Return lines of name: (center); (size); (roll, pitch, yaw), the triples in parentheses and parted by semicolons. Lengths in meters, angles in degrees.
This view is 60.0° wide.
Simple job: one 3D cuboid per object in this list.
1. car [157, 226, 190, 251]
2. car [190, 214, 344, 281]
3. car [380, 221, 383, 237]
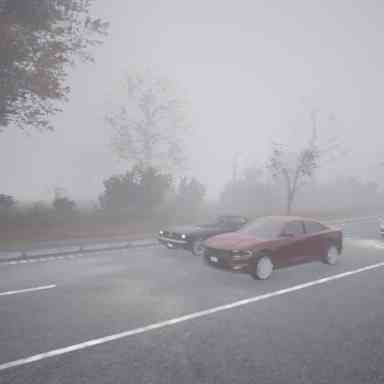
car: (1.007, 1.600, 13.261); (4.718, 1.301, 1.895); (0, 0, -36)
car: (2.593, 1.477, 10.087); (5.008, 1.535, 1.882); (0, 0, -36)
car: (11.176, 1.498, 16.585); (4.674, 1.442, 1.812); (0, 0, -38)
